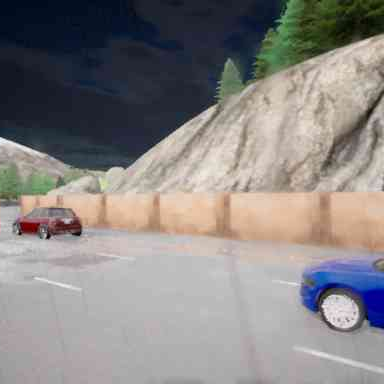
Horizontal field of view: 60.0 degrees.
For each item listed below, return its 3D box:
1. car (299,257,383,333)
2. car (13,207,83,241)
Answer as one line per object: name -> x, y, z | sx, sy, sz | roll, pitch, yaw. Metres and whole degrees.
car -> 4.265, 1.526, 5.219 | 5.008, 1.535, 1.882 | -1, -1, 36
car -> -8.238, 1.635, 18.849 | 4.553, 1.767, 2.097 | -1, -1, 38
